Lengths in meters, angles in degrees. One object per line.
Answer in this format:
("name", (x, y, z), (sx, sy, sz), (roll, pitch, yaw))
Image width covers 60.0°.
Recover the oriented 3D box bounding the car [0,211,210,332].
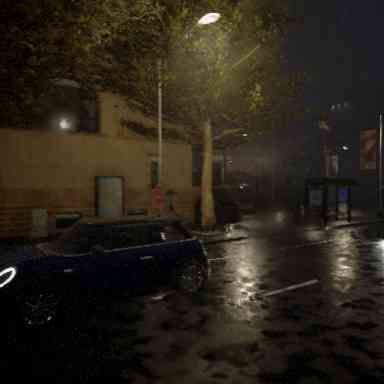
("car", (-1.887, 1.335, 6.945), (4.553, 1.767, 2.097), (-1, 0, -35))
